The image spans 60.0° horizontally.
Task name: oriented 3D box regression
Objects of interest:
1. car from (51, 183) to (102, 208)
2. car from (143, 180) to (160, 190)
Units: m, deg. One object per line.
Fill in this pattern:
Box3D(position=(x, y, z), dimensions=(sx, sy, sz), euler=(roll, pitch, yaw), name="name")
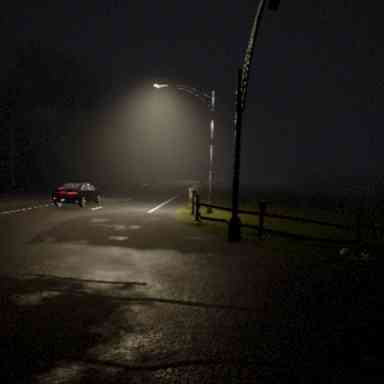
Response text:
Box3D(position=(-7.450, 0.141, 21.975), dimensions=(2.128, 1.511, 4.902), euler=(2, 3, 3), name="car")
Box3D(position=(-5.928, -1.074, 48.834), dimensions=(2.033, 1.411, 5.357), euler=(2, 3, 1), name="car")
